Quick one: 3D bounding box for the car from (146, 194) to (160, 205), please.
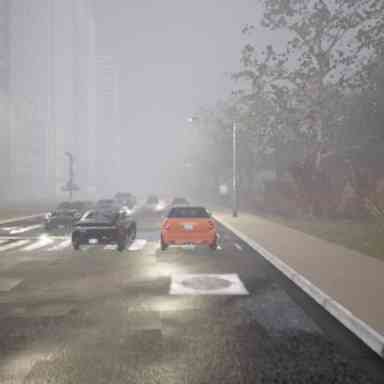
[{"bbox_3d":[-6.065,1.207,51.393,1.882,1.535,5.008,0,0,-6],"label":"car"}]

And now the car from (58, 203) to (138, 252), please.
[{"bbox_3d":[-3.411,1.426,13.649,2.128,1.511,4.902,0,0,-2],"label":"car"}]

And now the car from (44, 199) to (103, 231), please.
[{"bbox_3d":[-7.092,1.257,19.952,2.097,1.767,4.553,0,0,-3],"label":"car"}]

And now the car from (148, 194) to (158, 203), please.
[{"bbox_3d":[-7.276,1.149,61.785,1.882,1.535,5.008,0,0,-7],"label":"car"}]

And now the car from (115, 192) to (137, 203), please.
[{"bbox_3d":[-8.263,1.016,40.237,2.150,2.045,5.566,0,0,-4],"label":"car"}]

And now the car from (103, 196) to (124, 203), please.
[{"bbox_3d":[-7.604,1.357,29.895,1.837,1.490,4.892,0,0,-4],"label":"car"}]

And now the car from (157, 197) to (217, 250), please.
[{"bbox_3d":[-0.181,1.282,14.172,2.097,1.767,4.553,0,0,-2],"label":"car"}]
